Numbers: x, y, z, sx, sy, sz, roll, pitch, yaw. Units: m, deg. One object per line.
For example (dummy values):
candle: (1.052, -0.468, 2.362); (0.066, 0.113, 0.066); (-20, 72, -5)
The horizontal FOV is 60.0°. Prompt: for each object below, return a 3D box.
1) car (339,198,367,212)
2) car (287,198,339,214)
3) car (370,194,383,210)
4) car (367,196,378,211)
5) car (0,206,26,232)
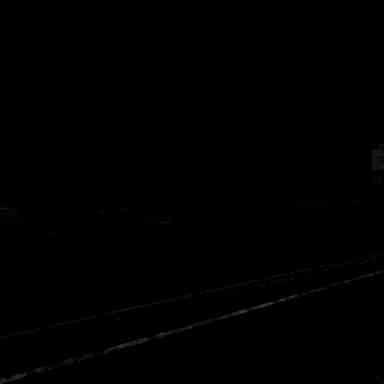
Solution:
car: (17.033, 1.458, 38.657); (2.097, 1.535, 5.008); (0, 0, -35)
car: (12.503, 1.441, 35.418); (2.097, 1.535, 5.008); (0, 0, -35)
car: (23.858, 1.385, 43.478); (2.185, 1.767, 4.553); (1, 0, -36)
car: (19.304, 1.513, 40.272); (2.002, 1.452, 4.674); (0, 0, -35)
car: (-10.701, 1.491, 18.896); (2.002, 1.452, 4.674); (0, 0, -35)
